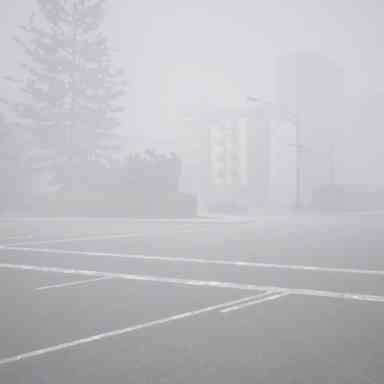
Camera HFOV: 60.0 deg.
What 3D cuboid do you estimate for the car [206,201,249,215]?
[{"bbox_3d":[3.512,1.542,33.342,1.895,1.301,4.718,0,0,-35],"label":"car"}]
